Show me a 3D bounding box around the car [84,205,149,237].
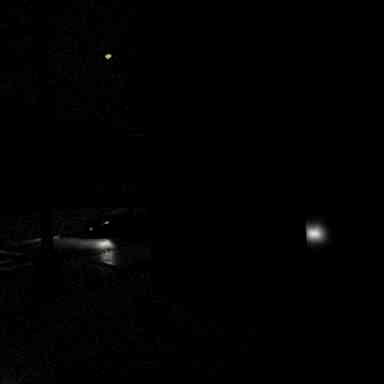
[{"bbox_3d":[-3.422,1.421,17.570,1.812,1.442,4.674,-3,-1,35],"label":"car"}]
